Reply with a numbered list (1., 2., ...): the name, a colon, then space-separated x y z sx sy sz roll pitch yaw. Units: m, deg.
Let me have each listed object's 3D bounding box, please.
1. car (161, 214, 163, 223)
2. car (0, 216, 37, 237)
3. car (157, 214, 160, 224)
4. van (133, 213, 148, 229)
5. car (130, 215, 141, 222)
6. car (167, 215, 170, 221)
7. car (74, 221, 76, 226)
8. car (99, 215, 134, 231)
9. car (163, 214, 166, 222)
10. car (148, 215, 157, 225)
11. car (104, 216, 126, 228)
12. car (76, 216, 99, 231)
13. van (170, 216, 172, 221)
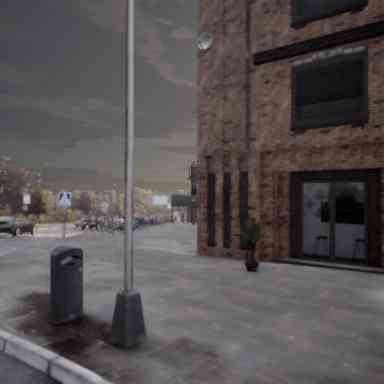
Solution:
1. car: -7.615 5.481 66.927 2.185 1.767 4.553 0 -4 0
2. car: -13.751 2.660 25.794 1.837 1.490 4.892 0 -4 -3
3. car: -7.611 5.085 61.415 2.185 1.767 4.553 0 -4 0
4. van: -7.596 3.800 44.912 1.878 1.987 4.442 0 -4 0
5. car: -14.104 6.617 83.025 2.097 1.767 4.553 0 -4 0
6. car: -7.629 6.538 83.403 2.435 2.045 5.566 0 -4 0
7. car: -13.967 4.081 44.275 1.895 1.301 4.718 0 -4 0
8. car: -7.569 3.270 33.814 2.002 1.452 4.674 2 -4 0
9. car: -7.620 6.005 72.454 2.231 1.521 4.892 0 -4 0
10. car: -7.606 4.848 55.796 2.002 1.452 4.674 0 -4 0
11. car: -10.746 4.164 46.628 1.837 1.490 4.892 0 -4 0
12. car: -10.683 3.428 36.376 1.837 1.490 4.892 0 -4 0
13. van: -7.638 7.370 94.636 1.878 1.987 4.442 0 -4 0
